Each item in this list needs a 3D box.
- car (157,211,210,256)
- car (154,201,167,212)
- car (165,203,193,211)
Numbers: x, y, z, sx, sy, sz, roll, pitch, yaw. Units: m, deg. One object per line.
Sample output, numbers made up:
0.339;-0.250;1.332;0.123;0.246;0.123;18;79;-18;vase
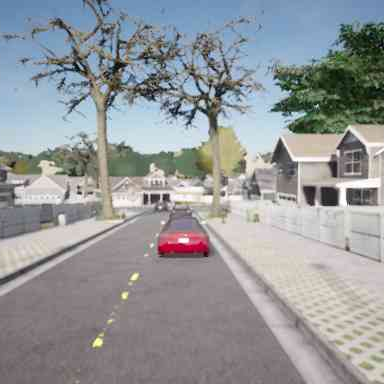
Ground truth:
-0.348;1.684;13.666;1.994;1.385;4.181;0;0;-2;car
-4.464;2.043;48.504;2.128;1.511;4.902;0;-1;-2;car
-0.920;1.786;28.641;2.128;1.511;4.902;0;-1;-2;car
